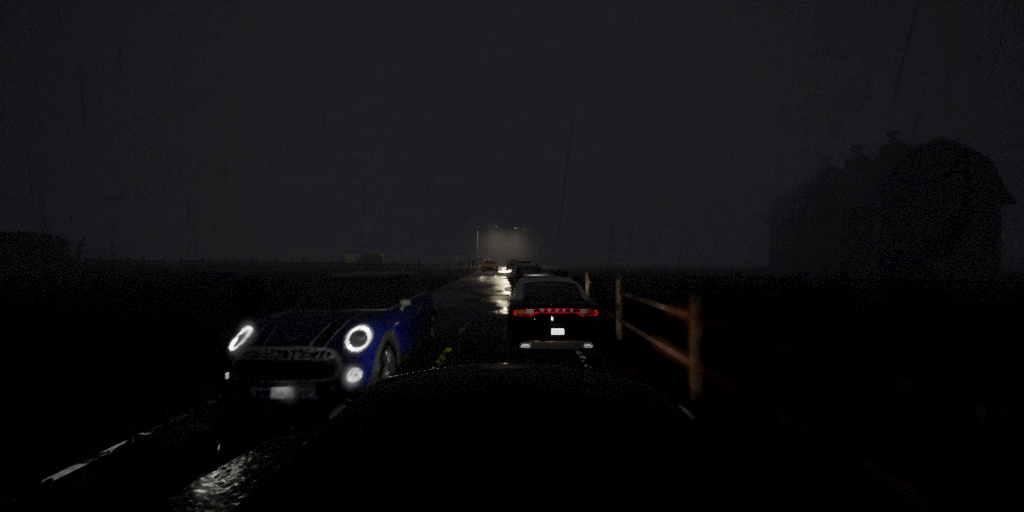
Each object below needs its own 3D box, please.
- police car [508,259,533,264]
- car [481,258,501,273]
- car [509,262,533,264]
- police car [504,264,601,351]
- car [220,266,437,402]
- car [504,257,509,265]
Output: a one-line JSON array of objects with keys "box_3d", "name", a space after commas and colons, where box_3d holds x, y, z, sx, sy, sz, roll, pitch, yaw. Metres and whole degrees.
[{"box_3d": [0.886, 1.170, 25.123, 1.930, 1.638, 5.238, 0, 0, 0], "name": "police car"}, {"box_3d": [-2.637, 1.216, 43.122, 1.882, 1.535, 5.008, 0, 0, 0], "name": "car"}, {"box_3d": [0.868, 1.251, 19.012, 1.837, 1.490, 4.892, 0, 0, 0], "name": "car"}, {"box_3d": [0.841, 1.173, 9.123, 1.930, 1.638, 5.238, 0, 0, 0], "name": "police car"}, {"box_3d": [-2.840, 1.101, 6.686, 2.097, 1.767, 4.553, 0, 0, 0], "name": "car"}, {"box_3d": [0.188, 1.214, 49.495, 1.882, 1.535, 5.008, 0, 0, 1], "name": "car"}]
